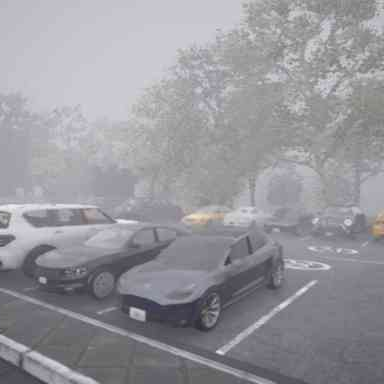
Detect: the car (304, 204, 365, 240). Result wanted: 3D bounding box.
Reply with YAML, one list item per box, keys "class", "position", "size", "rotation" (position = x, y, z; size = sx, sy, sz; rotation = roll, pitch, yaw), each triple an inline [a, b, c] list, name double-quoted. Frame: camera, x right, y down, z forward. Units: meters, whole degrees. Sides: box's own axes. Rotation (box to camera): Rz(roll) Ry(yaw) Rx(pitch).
- class: "car"
  position: [8.093, 1.488, 18.252]
  size: [2.185, 1.767, 4.553]
  rotation: [0, 0, 36]

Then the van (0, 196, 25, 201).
- class: "van"
  position: [-18.673, 1.552, 37.740]
  size: [1.878, 1.987, 4.442]
  rotation: [-1, 0, 36]

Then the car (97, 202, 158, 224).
- class: "car"
  position: [-5.302, 1.684, 27.878]
  size: [2.163, 1.488, 4.792]
  rotation: [0, 0, 36]

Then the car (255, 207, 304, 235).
- class: "car"
  position: [5.915, 1.650, 19.754]
  size: [2.163, 1.488, 4.792]
  rotation: [0, 0, 36]

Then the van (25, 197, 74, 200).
- class: "van"
  position: [-14.305, 1.493, 34.299]
  size: [1.878, 1.987, 4.442]
  rotation: [-1, 0, 36]

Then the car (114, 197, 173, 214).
- class: "car"
  position: [-3.026, 1.396, 26.300]
  size: [2.435, 2.045, 5.566]
  rotation: [0, 0, 36]

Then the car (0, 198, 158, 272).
- class: "car"
  position: [-3.977, 1.383, 10.840]
  size: [2.435, 2.045, 5.566]
  rotation: [0, 0, 36]

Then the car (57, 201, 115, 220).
- class: "car"
  position: [-9.856, 1.706, 31.247]
  size: [2.163, 1.488, 4.792]
  rotation: [0, 0, 36]

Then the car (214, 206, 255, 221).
- class: "car"
  position: [3.687, 1.667, 21.400]
  size: [2.002, 1.452, 4.674]
  rotation: [0, 0, 36]

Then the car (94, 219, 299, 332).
- class: "car"
  position: [0.486, 1.651, 7.536]
  size: [2.163, 1.488, 4.792]
  rotation: [0, 0, 36]

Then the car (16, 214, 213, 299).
- class: "car"
  position: [-1.742, 1.628, 9.193]
  size: [2.097, 1.535, 5.008]
  rotation: [0, 0, 36]

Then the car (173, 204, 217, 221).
- class: "car"
  position: [1.336, 1.631, 22.877]
  size: [1.946, 1.575, 5.366]
  rotation: [0, 0, 36]

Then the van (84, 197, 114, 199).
- class: "van"
  position: [-7.561, 1.438, 29.693]
  size: [1.878, 1.987, 4.442]
  rotation: [0, 0, 36]

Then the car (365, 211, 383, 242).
- class: "car"
  position: [10.316, 1.607, 16.597]
  size: [2.097, 1.535, 5.008]
  rotation: [0, 0, 36]

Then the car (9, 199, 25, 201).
- class: "car"
  position: [-16.493, 1.747, 36.024]
  size: [2.097, 1.535, 5.008]
  rotation: [-1, 0, 36]
